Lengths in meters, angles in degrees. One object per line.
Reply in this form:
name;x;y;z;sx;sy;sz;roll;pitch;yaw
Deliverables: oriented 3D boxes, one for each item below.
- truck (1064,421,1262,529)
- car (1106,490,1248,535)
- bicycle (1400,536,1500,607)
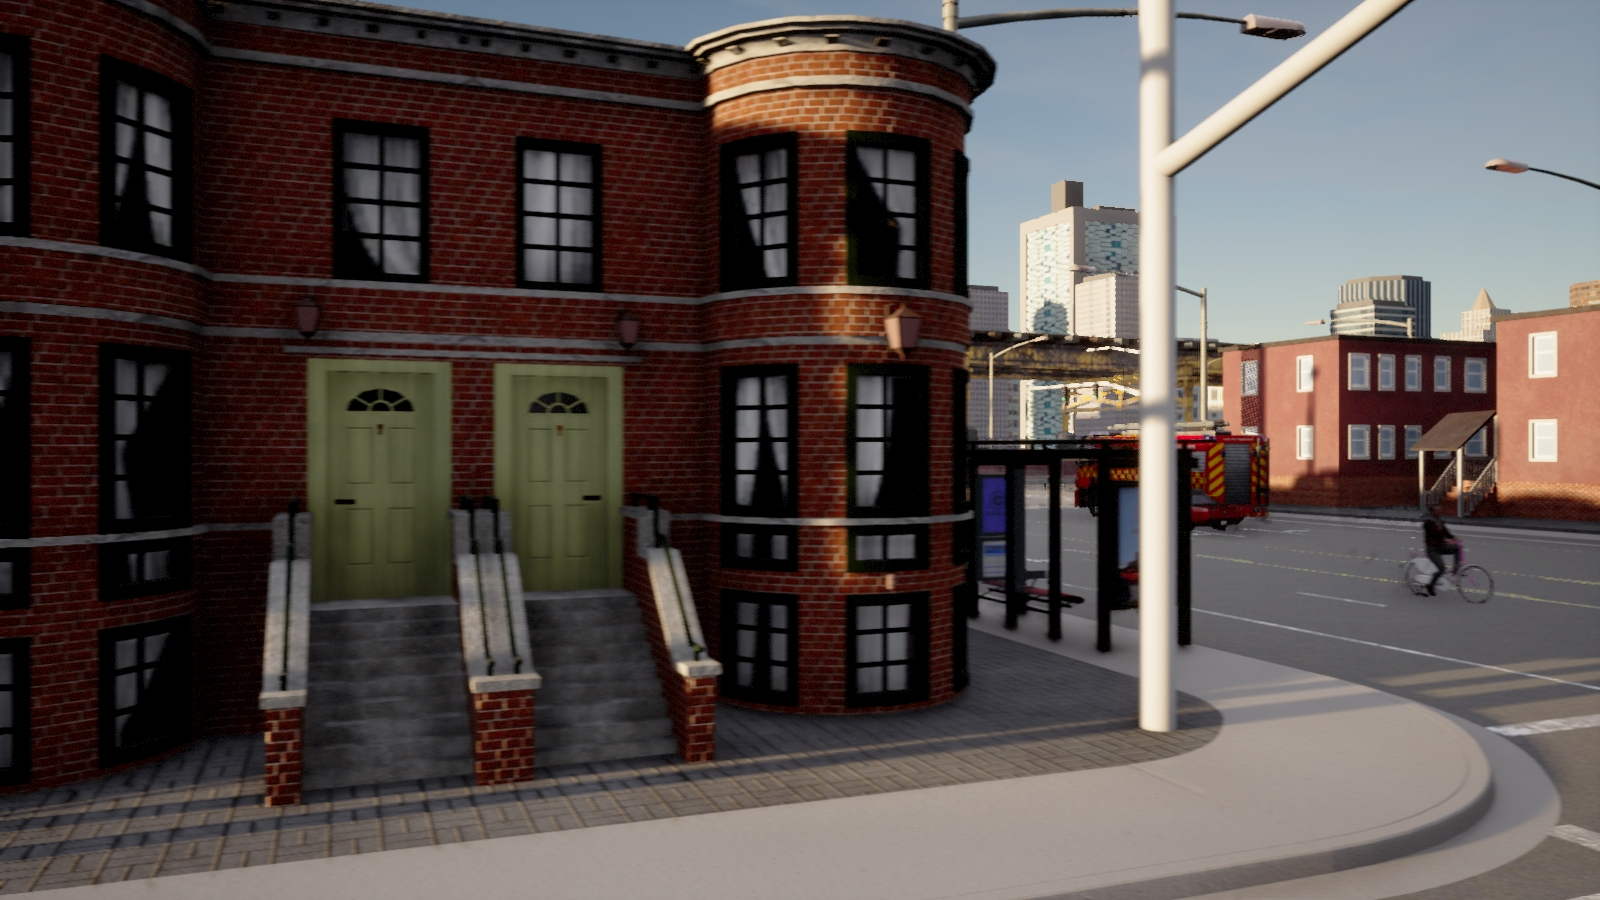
truck;14.069;0.891;45.222;2.891;3.827;8.468;0;0;-20
car;13.193;2.155;40.268;1.895;1.301;4.718;0;0;-29
bicycle;12.037;2.233;21.222;0.329;1.126;1.835;0;0;-20
